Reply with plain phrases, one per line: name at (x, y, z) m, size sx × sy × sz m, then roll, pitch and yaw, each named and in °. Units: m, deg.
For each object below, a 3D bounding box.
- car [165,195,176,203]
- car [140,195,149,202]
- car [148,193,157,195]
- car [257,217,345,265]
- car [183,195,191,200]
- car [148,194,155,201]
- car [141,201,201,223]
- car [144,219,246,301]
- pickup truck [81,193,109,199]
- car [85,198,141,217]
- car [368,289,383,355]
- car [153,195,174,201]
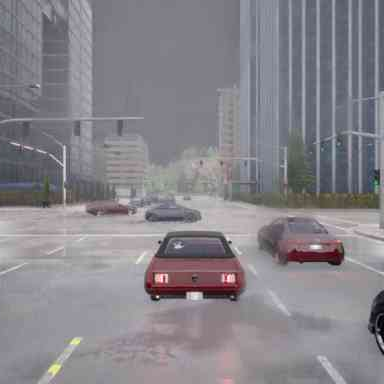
car at (-4.556, 1.525, 71.826) m, size 2.128 × 1.511 × 4.902 m, roll 0°, pitch 0°, yaw -1°
car at (-7.796, 1.526, 47.443) m, size 1.812 × 1.442 × 4.674 m, roll 0°, pitch 0°, yaw 1°
car at (-8.005, 1.222, 67.103) m, size 2.150 × 2.045 × 5.566 m, roll 0°, pitch 0°, yaw -1°
car at (3.576, 1.564, 11.627) m, size 1.994 × 1.385 × 4.181 m, roll 0°, pitch 0°, yaw 0°
car at (-1.300, 1.553, 88.541) m, size 1.994 × 1.385 × 4.181 m, roll 0°, pitch 0°, yaw -1°
car at (-7.914, 1.505, 56.697) m, size 1.837 × 1.490 × 4.892 m, roll 0°, pitch 0°, yaw -1°
car at (-1.410, 1.564, 24.745) m, size 4.181 × 1.385 × 1.994 m, roll 0°, pitch 0°, yaw 0°
car at (0.070, 1.601, 8.268) m, size 1.895 × 1.301 × 4.718 m, roll 0°, pitch 0°, yaw 0°
pickup truck at (-21.201, 1.059, 73.315) m, size 2.390 × 2.098 × 6.274 m, roll 0°, pitch 0°, yaw 30°
car at (-7.460, 1.526, 30.779) m, size 4.674 × 1.442 × 1.812 m, roll 0°, pitch 0°, yaw -28°
car at (3.608, 1.564, 3.216) m, size 1.994 × 1.385 × 4.181 m, roll 0°, pitch 0°, yaw -1°
car at (-4.353, 1.547, 51.544) m, size 2.033 × 1.411 × 5.357 m, roll 0°, pitch 0°, yaw -1°
